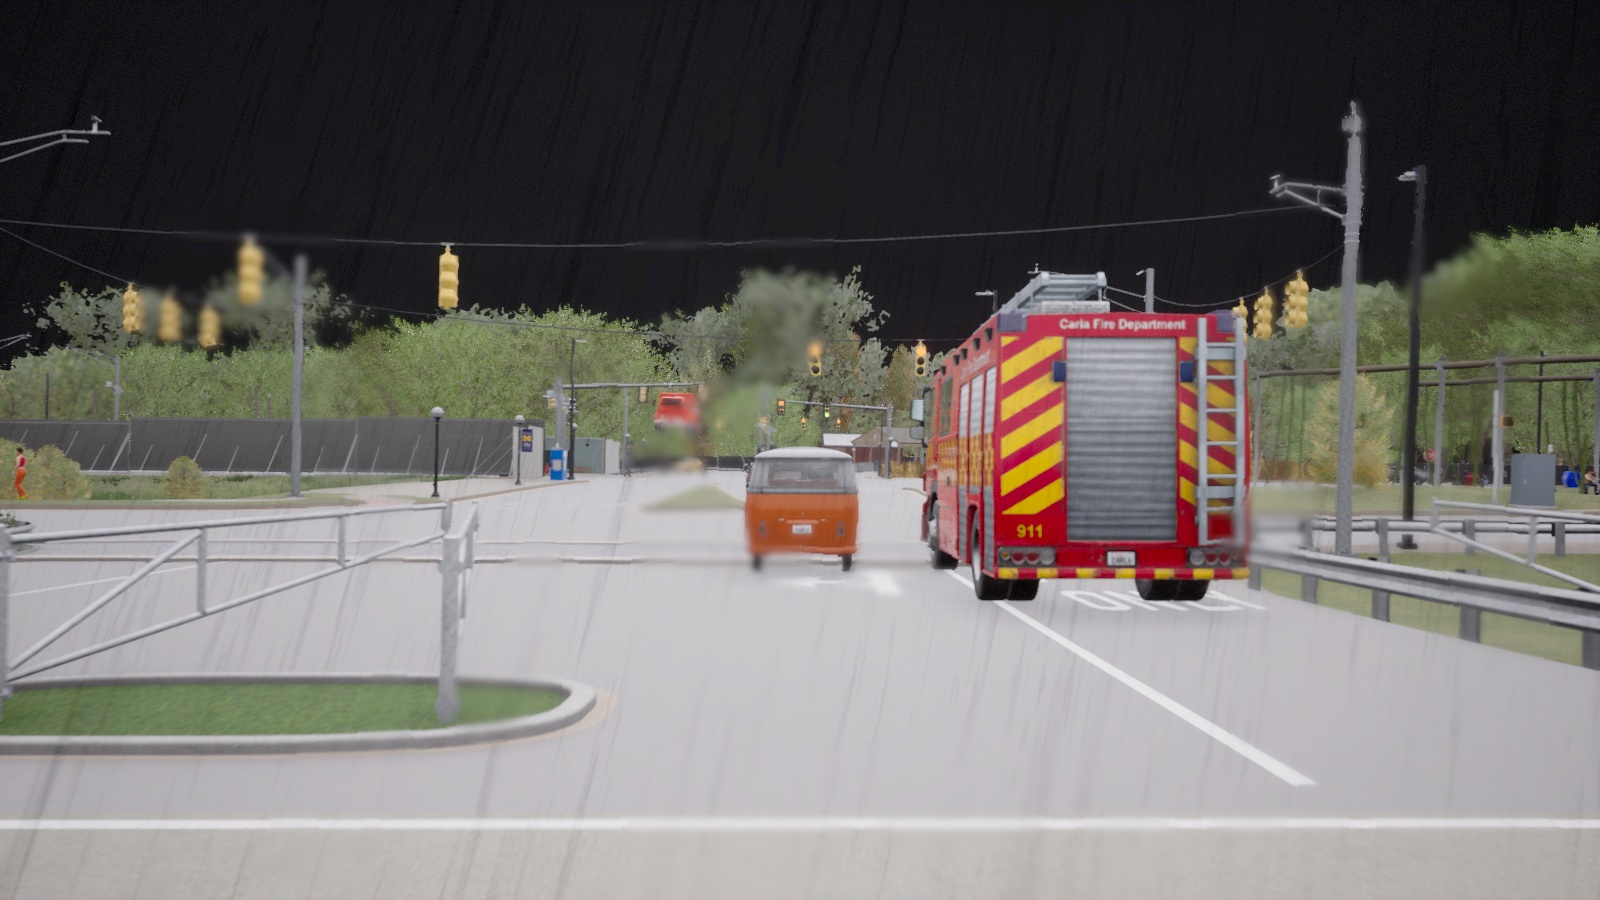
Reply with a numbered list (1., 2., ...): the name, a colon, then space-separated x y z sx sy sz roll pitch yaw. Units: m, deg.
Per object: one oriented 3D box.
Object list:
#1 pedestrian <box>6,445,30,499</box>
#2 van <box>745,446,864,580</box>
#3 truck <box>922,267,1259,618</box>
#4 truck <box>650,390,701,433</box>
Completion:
1. pedestrian: -27.222 0.761 43.722 0.594 1.836 0.345 2 0 -2
2. van: 0.071 0.947 21.164 1.775 1.987 4.442 0 0 0
3. truck: 3.585 0.010 17.965 2.891 3.827 8.468 0 -1 0
4. truck: -8.106 -2.469 82.147 2.627 2.467 5.204 3 0 1
